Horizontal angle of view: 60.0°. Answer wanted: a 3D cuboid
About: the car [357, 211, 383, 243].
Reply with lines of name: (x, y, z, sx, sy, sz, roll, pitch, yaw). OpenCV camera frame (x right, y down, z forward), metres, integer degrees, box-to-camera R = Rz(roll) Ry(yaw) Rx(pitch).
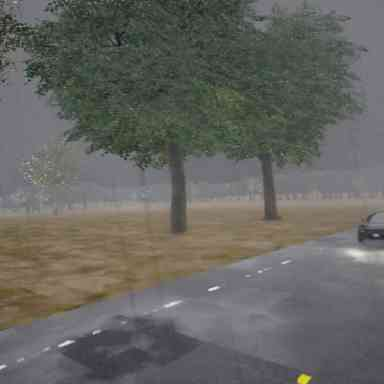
car: (10.088, 1.743, 17.302, 1.882, 1.535, 5.008, -3, -2, 40)
